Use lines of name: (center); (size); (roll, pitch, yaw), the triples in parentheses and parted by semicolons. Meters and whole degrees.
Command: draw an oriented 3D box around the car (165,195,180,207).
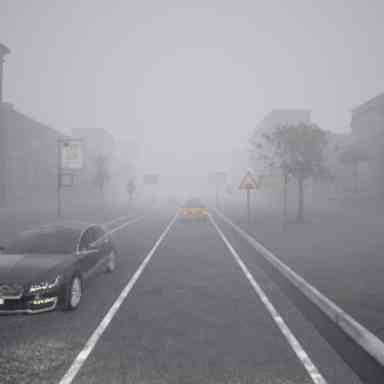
car: (-2.951, 1.318, 51.535); (2.097, 1.767, 4.553); (0, -1, 1)

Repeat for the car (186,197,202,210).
car: (0.194, 1.381, 41.118); (1.837, 1.490, 4.892); (0, 0, 0)

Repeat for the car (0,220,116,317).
car: (-3.081, 1.487, 7.729); (1.837, 1.490, 4.892); (0, 0, 0)

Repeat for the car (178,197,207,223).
car: (0.157, 1.369, 25.007); (1.801, 1.575, 5.366); (0, 0, 0)
